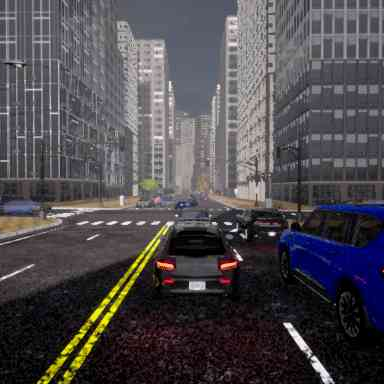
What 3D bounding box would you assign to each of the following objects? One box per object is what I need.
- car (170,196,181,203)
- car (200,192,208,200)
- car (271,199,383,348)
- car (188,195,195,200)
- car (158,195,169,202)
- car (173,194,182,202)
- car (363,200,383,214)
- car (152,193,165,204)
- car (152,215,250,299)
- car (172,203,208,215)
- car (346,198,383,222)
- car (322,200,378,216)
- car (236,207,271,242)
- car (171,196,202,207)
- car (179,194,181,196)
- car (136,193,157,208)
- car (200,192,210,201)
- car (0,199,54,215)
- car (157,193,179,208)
[{"bbox_3d":[-3.334,1.507,67.341,1.994,1.385,4.181,0,0,1],"label":"car"},{"bbox_3d":[3.164,0.967,89.640,2.150,2.045,5.566,0,0,0],"label":"car"},{"bbox_3d":[3.347,1.218,6.434,2.150,2.045,5.566,0,0,0],"label":"car"},{"bbox_3d":[-0.087,1.433,90.027,1.812,1.442,4.674,0,0,0],"label":"car"},{"bbox_3d":[-6.575,1.470,76.500,2.033,1.411,5.357,0,0,0],"label":"car"},{"bbox_3d":[-3.325,1.284,77.398,2.097,1.767,4.553,0,0,0],"label":"car"},{"bbox_3d":[21.774,1.643,36.708,4.829,1.417,1.752,1,0,1],"label":"car"},{"bbox_3d":[-6.595,1.166,66.020,2.150,2.045,5.566,0,0,1],"label":"car"},{"bbox_3d":[0.091,1.522,8.290,1.812,1.442,4.674,0,0,0],"label":"car"},{"bbox_3d":[0.085,1.538,17.564,2.033,1.411,5.357,0,0,0],"label":"car"},{"bbox_3d":[16.173,1.519,28.416,5.009,1.841,2.192,1,0,1],"label":"car"},{"bbox_3d":[16.193,1.616,34.201,4.892,1.490,1.837,0,1,0],"label":"car"},{"bbox_3d":[3.335,1.496,16.294,1.837,1.490,4.892,0,0,0],"label":"car"},{"bbox_3d":[-0.601,1.497,40.678,1.994,1.385,4.181,0,-1,18],"label":"car"},{"bbox_3d":[-3.390,1.503,57.374,2.033,1.411,5.357,0,0,0],"label":"car"},{"bbox_3d":[-6.673,1.318,47.853,2.097,1.767,4.553,0,0,1],"label":"car"},{"bbox_3d":[3.174,1.443,79.610,1.812,1.442,4.674,0,0,0],"label":"car"},{"bbox_3d":[-16.089,1.420,31.574,5.357,1.411,2.033,0,1,-1],"label":"car"},{"bbox_3d":[-3.391,1.318,47.902,2.097,1.767,4.553,0,0,0],"label":"car"}]
